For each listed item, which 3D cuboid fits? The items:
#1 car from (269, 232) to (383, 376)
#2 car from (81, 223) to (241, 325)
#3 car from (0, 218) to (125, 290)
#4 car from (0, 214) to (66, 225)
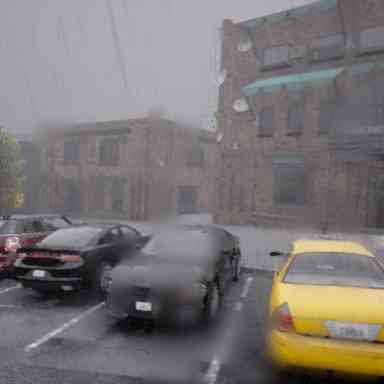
[{"bbox_3d":[2.365,1.485,5.977,1.946,1.575,5.366,-1,-1,15],"label":"car"},{"bbox_3d":[-0.075,1.523,7.504,2.097,1.535,5.008,0,-1,15],"label":"car"},{"bbox_3d":[-2.473,1.562,9.189,2.097,1.535,5.008,-1,-1,15],"label":"car"},{"bbox_3d":[-4.880,1.485,10.865,2.185,1.767,4.553,-1,-1,15],"label":"car"}]
